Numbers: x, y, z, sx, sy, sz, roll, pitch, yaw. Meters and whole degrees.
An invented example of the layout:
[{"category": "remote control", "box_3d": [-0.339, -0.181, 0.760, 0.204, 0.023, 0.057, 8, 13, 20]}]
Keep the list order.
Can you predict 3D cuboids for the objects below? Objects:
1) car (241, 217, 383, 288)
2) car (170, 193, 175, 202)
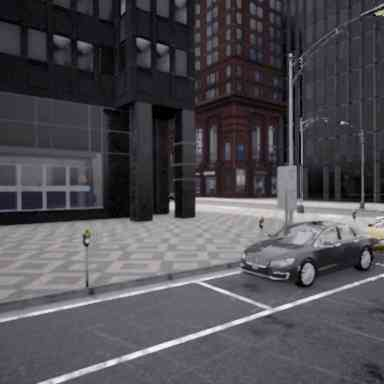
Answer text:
[{"category": "car", "box_3d": [3.244, 1.488, 8.985, 4.403, 1.369, 2.008, -1, 0, -36]}, {"category": "car", "box_3d": [-1.634, 0.739, 44.696, 1.895, 1.301, 4.718, 0, 1, -36]}]
